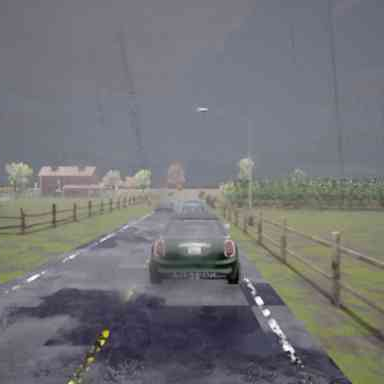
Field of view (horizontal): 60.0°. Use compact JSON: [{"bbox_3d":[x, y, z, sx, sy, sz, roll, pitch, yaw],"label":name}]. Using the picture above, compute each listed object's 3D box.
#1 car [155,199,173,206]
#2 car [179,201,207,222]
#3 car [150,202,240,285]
[{"bbox_3d":[-2.846,1.474,35.435,2.033,1.411,5.357,0,0,0],"label":"car"},{"bbox_3d":[0.090,1.492,27.439,2.033,1.411,5.357,0,0,0],"label":"car"},{"bbox_3d":[0.071,1.334,9.575,2.097,1.767,4.553,0,0,0],"label":"car"}]
